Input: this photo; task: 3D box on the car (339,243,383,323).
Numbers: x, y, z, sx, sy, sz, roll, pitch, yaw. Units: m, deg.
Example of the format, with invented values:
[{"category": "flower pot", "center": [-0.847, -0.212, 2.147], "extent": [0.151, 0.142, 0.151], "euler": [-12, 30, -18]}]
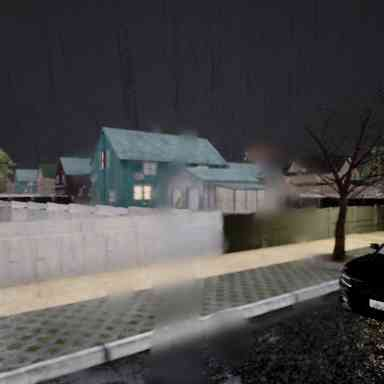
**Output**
[{"category": "car", "center": [4.892, 1.458, 6.557], "extent": [5.008, 1.535, 1.882], "euler": [0, 0, -35]}]
